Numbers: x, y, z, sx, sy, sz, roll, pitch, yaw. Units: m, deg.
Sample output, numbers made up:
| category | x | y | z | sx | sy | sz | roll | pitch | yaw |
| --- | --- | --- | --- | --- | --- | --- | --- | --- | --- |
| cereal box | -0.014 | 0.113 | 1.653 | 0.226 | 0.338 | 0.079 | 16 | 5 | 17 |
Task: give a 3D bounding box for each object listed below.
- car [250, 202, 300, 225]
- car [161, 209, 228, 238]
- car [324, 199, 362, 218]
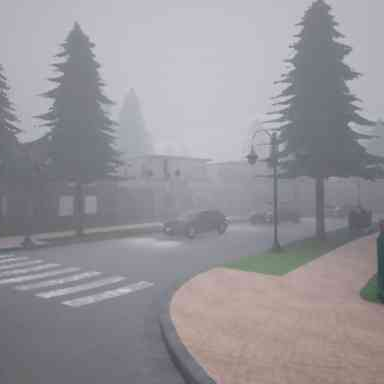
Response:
| category | x | y | z | sx | sy | sz | roll | pitch | yaw |
| --- | --- | --- | --- | --- | --- | --- | --- | --- | --- |
| car | 6.608 | 1.617 | 26.410 | 4.553 | 1.767 | 2.097 | 0 | 0 | -42 |
| car | 0.264 | 1.785 | 19.752 | 1.837 | 1.490 | 4.892 | -1 | 0 | 40 |
| car | 14.660 | 1.585 | 32.700 | 4.553 | 1.767 | 2.097 | 0 | 0 | -32 |
